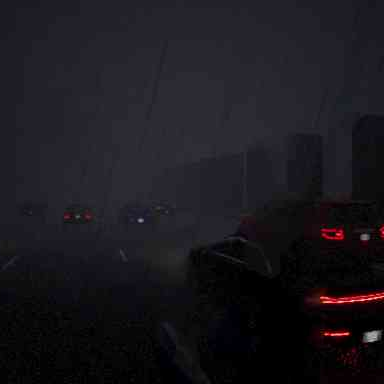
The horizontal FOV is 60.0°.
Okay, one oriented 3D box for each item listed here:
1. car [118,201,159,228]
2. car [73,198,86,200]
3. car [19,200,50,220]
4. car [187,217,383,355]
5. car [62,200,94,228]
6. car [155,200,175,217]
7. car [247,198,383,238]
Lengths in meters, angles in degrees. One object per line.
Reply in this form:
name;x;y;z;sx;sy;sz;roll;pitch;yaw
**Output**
car;-3.704;1.486;21.618;1.812;1.442;4.674;0;0;-18
car;-12.441;1.400;36.765;1.882;1.535;5.008;0;0;-19
car;-13.051;1.412;27.702;1.882;1.535;5.008;0;0;-18
car;1.351;1.484;6.216;2.128;1.511;4.902;0;0;-19
car;-7.499;1.501;21.990;2.033;1.411;5.357;0;0;-18
car;-2.806;1.476;30.131;1.812;1.442;4.674;0;0;-18
car;3.490;1.212;10.866;2.150;2.045;5.566;0;0;-18
